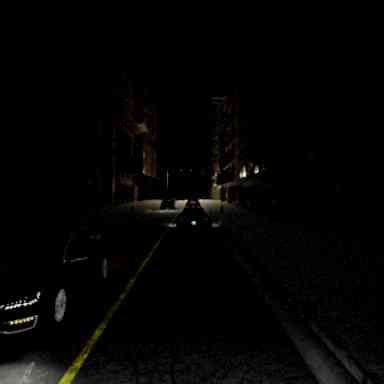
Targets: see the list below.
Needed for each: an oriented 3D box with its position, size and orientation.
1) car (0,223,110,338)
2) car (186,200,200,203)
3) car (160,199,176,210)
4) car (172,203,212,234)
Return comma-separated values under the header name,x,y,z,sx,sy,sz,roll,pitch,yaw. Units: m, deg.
name,x,y,z,sx,sy,sz,roll,pitch,yaw
car,-3.099,1.503,7.051,1.837,1.490,4.892,0,1,0
car,0.110,1.567,37.164,2.033,1.411,5.357,0,0,0
car,-3.084,1.573,43.193,2.033,1.411,5.357,0,0,0
car,0.103,1.571,19.330,1.994,1.385,4.181,0,0,0
